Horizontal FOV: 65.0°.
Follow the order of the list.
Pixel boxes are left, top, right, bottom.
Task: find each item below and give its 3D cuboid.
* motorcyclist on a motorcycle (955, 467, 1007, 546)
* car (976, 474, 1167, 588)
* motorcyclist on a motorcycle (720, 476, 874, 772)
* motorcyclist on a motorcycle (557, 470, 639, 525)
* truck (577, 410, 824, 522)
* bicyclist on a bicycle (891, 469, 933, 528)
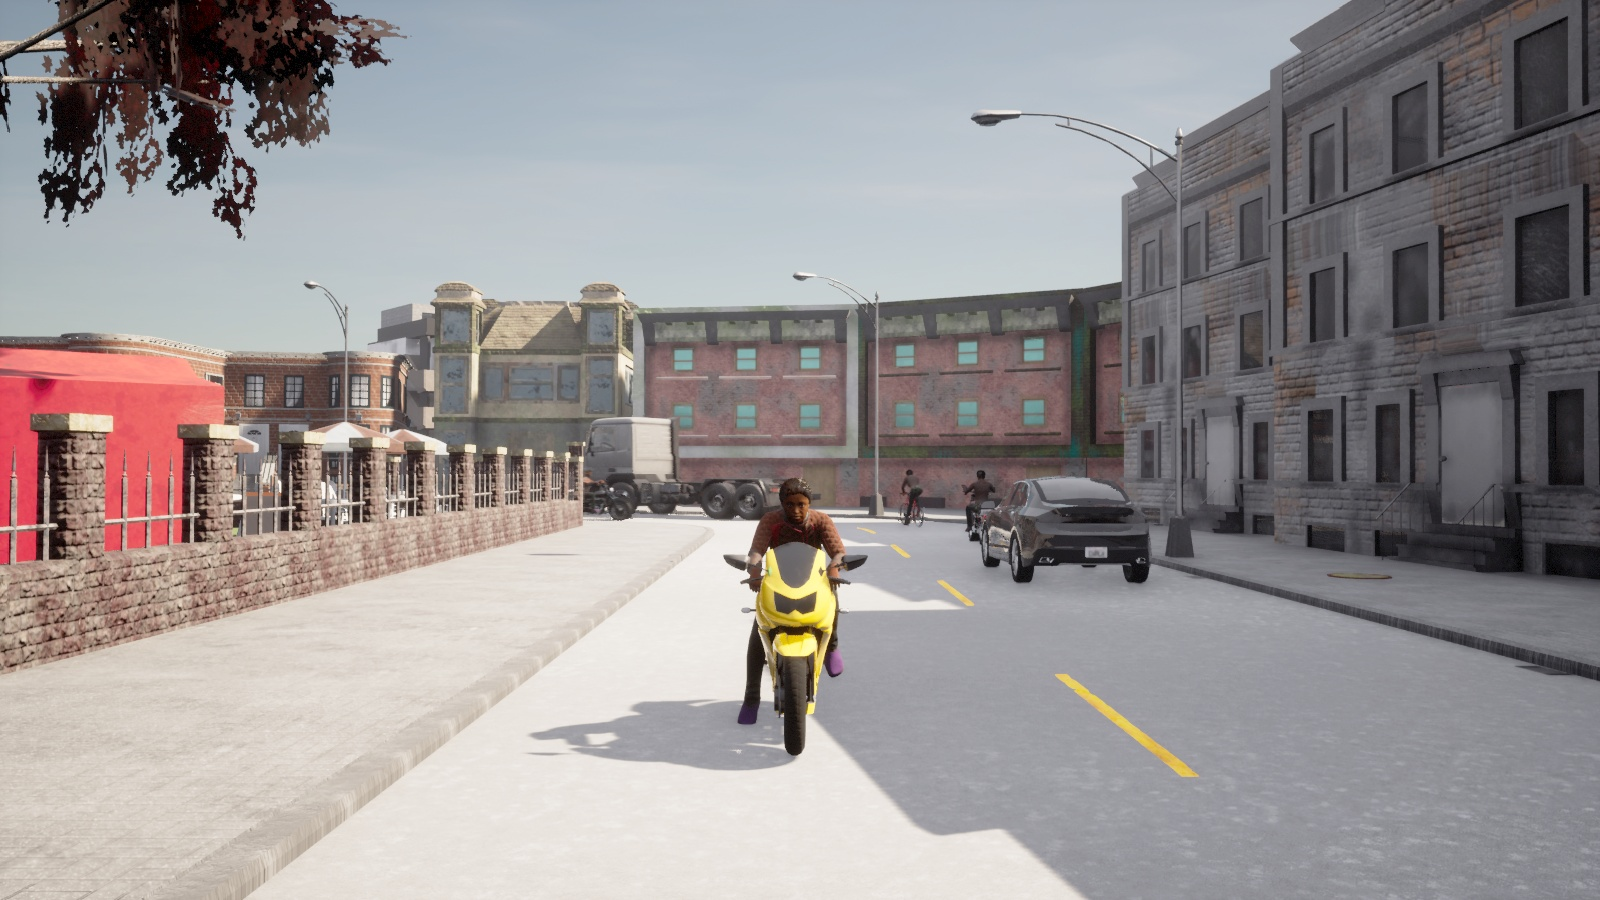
[{"bbox_3d":[3.928,1.208,27.391,0.766,1.649,2.350,0,-1,0],"label":"motorcyclist on a motorcycle"},{"bbox_3d":[3.949,1.124,19.127,1.837,1.490,4.892,0,-1,0],"label":"car"},{"bbox_3d":[-0.020,0.923,7.552,0.797,1.523,2.044,0,-1,0],"label":"motorcyclist on a motorcycle"},{"bbox_3d":[-6.198,1.436,38.535,2.350,1.649,0.766,0,0,7],"label":"motorcyclist on a motorcycle"},{"bbox_3d":[-3.383,0.552,42.064,7.936,3.462,2.891,-1,-1,28],"label":"truck"},{"bbox_3d":[3.156,1.352,35.541,0.582,1.620,1.656,0,-1,-18],"label":"bicyclist on a bicycle"}]
